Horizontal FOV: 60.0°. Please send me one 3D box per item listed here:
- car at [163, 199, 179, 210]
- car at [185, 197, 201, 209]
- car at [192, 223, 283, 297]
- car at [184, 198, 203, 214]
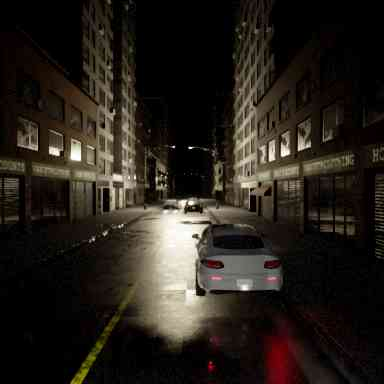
[{"bbox_3d":[-2.620,1.574,42.565,2.033,1.411,5.357,0,0,0],"label":"car"},{"bbox_3d":[0.151,1.523,45.707,2.128,1.511,4.902,0,0,0],"label":"car"},{"bbox_3d":[0.988,1.527,8.491,1.812,1.442,4.674,0,0,0],"label":"car"},{"bbox_3d":[0.171,1.582,35.738,1.994,1.385,4.181,0,0,1],"label":"car"}]
